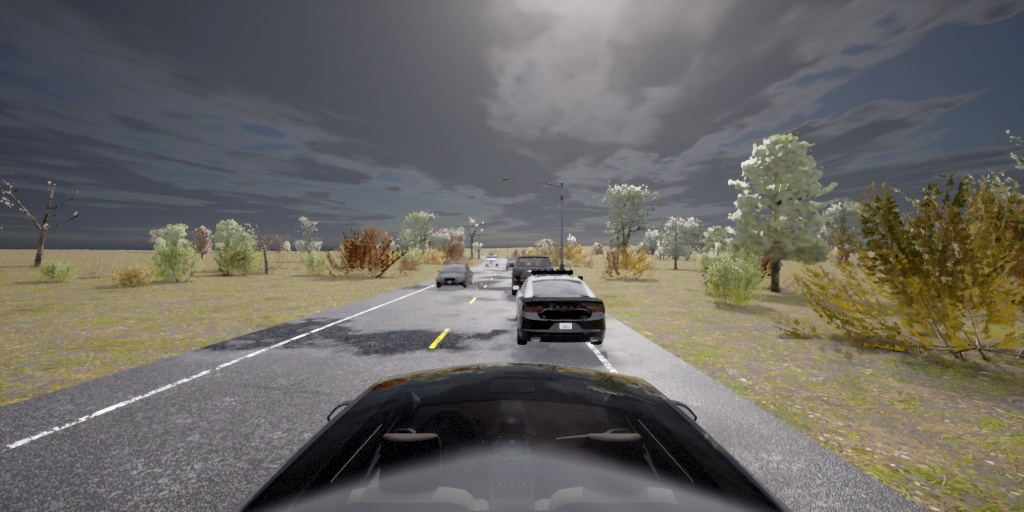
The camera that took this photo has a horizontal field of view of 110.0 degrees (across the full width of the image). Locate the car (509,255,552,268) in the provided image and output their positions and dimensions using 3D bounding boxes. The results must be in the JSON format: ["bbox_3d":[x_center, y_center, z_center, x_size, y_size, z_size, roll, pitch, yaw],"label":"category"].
[{"bbox_3d":[1.060,0.957,19.536,2.150,2.045,5.566,0,0,0],"label":"car"}]

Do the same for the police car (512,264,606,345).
[{"bbox_3d":[1.055,1.170,9.615,1.930,1.638,5.238,0,0,0],"label":"police car"}]

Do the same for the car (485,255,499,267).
[{"bbox_3d":[-3.571,0.847,63.092,2.150,2.045,5.566,0,0,0],"label":"car"}]

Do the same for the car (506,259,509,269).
[{"bbox_3d":[0.083,1.209,52.255,2.033,1.411,5.357,0,0,1],"label":"car"}]

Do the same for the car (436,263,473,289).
[{"bbox_3d":[-3.588,1.233,23.024,1.837,1.490,4.892,0,0,0],"label":"car"}]
